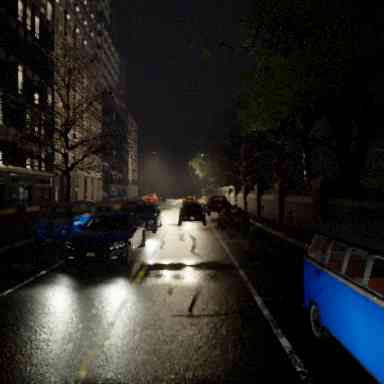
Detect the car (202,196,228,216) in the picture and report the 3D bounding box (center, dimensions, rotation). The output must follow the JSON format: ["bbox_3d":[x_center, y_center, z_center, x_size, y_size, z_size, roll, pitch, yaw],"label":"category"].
[{"bbox_3d":[2.369,1.270,31.592,2.192,1.841,5.009,0,0,-1],"label":"car"}]

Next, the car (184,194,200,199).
[{"bbox_3d":[-0.316,1.413,43.469,1.882,1.535,5.008,0,0,-1],"label":"car"}]

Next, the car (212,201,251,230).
[{"bbox_3d":[2.495,1.497,20.666,1.752,1.417,4.829,0,0,-1],"label":"car"}]

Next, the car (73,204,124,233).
[{"bbox_3d":[-5.527,1.519,20.357,1.887,1.381,4.507,0,0,0],"label":"car"}]

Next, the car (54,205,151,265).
[{"bbox_3d":[-2.843,1.463,11.839,1.882,1.535,5.008,0,0,0],"label":"car"}]

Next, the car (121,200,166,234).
[{"bbox_3d":[-2.806,1.453,19.273,1.882,1.535,5.008,0,0,0],"label":"car"}]

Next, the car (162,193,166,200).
[{"bbox_3d":[-6.611,1.198,70.281,2.192,1.841,5.009,0,0,-2],"label":"car"}]

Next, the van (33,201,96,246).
[{"bbox_3d":[-5.488,1.323,14.811,1.690,1.788,3.998,0,0,0],"label":"van"}]

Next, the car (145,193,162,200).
[{"bbox_3d":[-5.968,1.243,48.094,2.192,1.841,5.009,0,0,-1],"label":"car"}]

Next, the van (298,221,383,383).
[{"bbox_3d":[2.569,1.336,3.863,1.690,1.788,3.998,0,0,0],"label":"van"}]

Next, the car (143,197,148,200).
[{"bbox_3d":[-5.654,1.502,31.453,1.887,1.381,4.507,0,0,-1],"label":"car"}]

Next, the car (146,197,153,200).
[{"bbox_3d":[-5.744,1.530,37.002,1.802,1.307,4.206,0,0,-1],"label":"car"}]

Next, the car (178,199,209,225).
[{"bbox_3d":[-0.004,1.494,23.582,1.812,1.442,4.674,0,0,-1],"label":"car"}]

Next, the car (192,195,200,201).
[{"bbox_3d":[1.025,1.437,81.507,1.802,1.307,4.206,0,0,-2],"label":"car"}]

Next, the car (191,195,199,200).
[{"bbox_3d":[0.829,1.409,87.053,1.947,1.339,4.313,0,0,-2],"label":"car"}]

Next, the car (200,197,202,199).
[{"bbox_3d":[1.915,1.440,53.949,1.752,1.417,4.829,0,0,-2],"label":"car"}]

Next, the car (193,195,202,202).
[{"bbox_3d":[1.221,1.419,75.960,2.008,1.369,4.403,0,0,-2],"label":"car"}]
